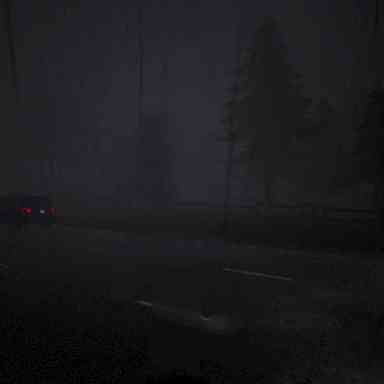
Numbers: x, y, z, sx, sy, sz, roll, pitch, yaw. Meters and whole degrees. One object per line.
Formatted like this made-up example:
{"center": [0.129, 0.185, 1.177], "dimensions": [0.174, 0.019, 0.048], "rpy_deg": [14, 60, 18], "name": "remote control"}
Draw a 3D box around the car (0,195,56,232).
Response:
{"center": [-10.543, 1.186, 20.106], "dimensions": [5.566, 2.045, 2.150], "rpy_deg": [0, 0, 35], "name": "car"}
